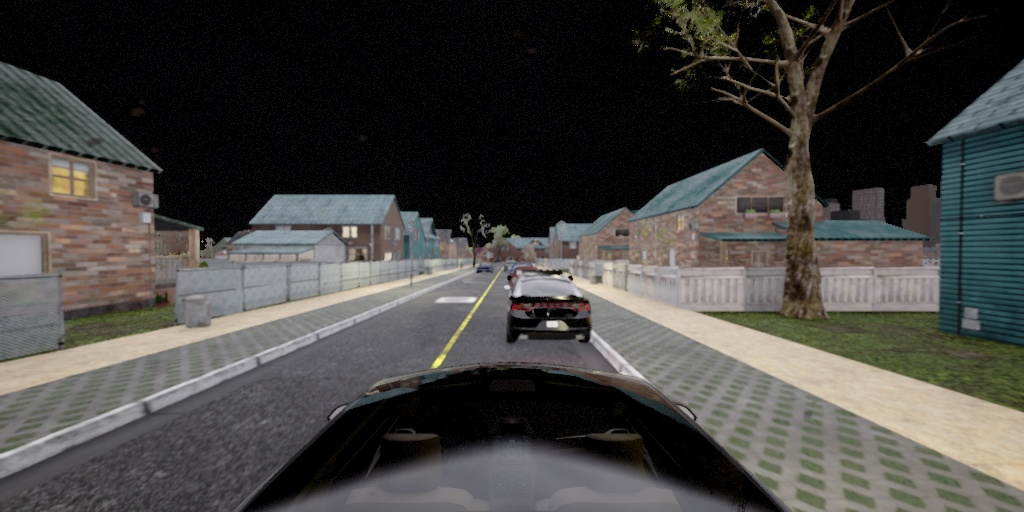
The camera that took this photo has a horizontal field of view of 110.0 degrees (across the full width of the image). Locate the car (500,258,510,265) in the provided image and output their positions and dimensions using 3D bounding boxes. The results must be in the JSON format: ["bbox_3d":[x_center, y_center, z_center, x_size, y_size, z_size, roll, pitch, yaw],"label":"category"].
[{"bbox_3d":[-0.092,1.267,47.894,2.128,1.511,4.902,0,0,0],"label":"car"}]

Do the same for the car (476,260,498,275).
[{"bbox_3d":[-2.950,1.362,40.071,1.895,1.301,4.718,0,0,0],"label":"car"}]

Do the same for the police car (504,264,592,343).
[{"bbox_3d":[0.806,1.169,9.811,1.930,1.638,5.238,0,0,0],"label":"police car"}]

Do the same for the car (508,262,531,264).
[{"bbox_3d":[0.778,1.269,19.703,1.812,1.442,4.674,0,0,0],"label":"car"}]

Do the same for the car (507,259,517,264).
[{"bbox_3d":[0.761,1.224,25.704,1.882,1.535,5.008,0,0,0],"label":"car"}]
